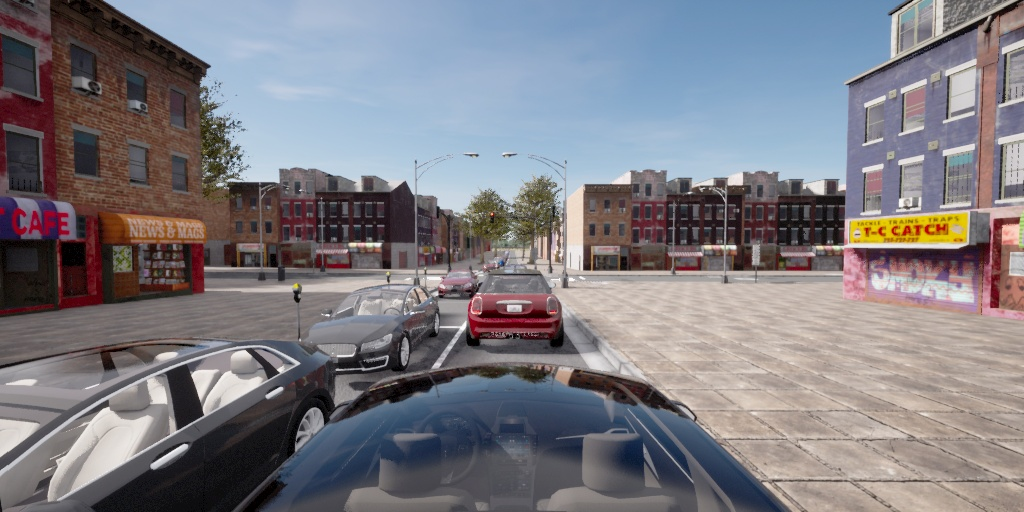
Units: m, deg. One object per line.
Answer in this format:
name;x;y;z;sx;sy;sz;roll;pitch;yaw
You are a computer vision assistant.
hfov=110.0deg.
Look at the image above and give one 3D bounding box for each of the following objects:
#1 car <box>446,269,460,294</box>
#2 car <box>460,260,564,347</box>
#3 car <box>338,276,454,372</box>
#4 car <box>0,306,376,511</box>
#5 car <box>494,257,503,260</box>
car;-2.611;1.333;18.363;1.802;1.307;4.207;0;0;0
car;0.111;1.100;9.512;2.097;1.767;4.553;0;0;2
car;-2.630;1.298;7.469;2.007;1.370;4.403;0;0;0
car;-2.640;1.300;2.020;2.007;1.370;4.403;0;0;0
car;-2.565;1.236;45.138;1.967;1.591;4.097;0;0;0
